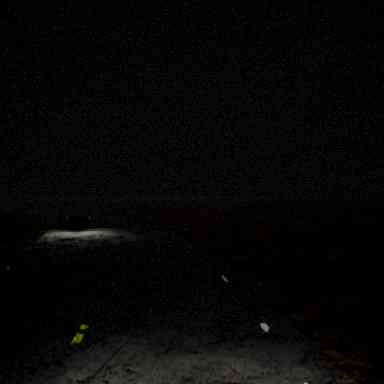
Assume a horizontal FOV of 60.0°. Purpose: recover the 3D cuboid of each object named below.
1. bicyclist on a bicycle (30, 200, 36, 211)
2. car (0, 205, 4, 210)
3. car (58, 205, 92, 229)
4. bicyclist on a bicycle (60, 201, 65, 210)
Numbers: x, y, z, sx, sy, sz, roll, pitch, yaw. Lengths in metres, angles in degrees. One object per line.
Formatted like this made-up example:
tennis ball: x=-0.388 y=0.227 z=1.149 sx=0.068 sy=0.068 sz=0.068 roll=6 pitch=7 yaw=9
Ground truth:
bicyclist on a bicycle: x=-24.056 y=2.022 z=50.397 sx=1.843 sy=1.776 sz=0.659 roll=-1 pitch=-2 yaw=39
car: x=-34.018 y=2.402 z=56.156 sx=4.718 sy=1.301 sz=1.895 roll=-1 pitch=-2 yaw=28
car: x=-8.052 y=1.619 z=22.793 sx=1.882 sy=1.535 sz=5.008 roll=1 pitch=-1 yaw=-23
bicyclist on a bicycle: x=-16.988 y=1.976 z=43.871 sx=0.582 sy=1.620 sz=1.656 roll=2 pitch=-2 yaw=-43
